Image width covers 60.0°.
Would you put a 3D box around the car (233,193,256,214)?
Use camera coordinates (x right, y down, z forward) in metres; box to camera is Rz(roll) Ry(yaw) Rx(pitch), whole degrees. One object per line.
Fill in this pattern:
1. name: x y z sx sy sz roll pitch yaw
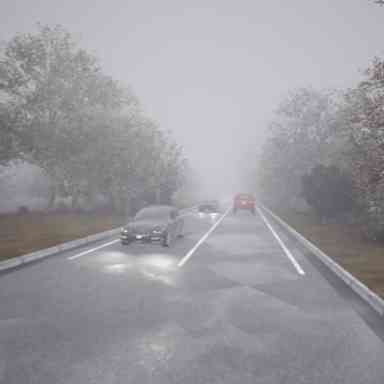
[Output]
1. car: 5.478 1.159 34.899 2.150 2.045 5.566 2 1 10

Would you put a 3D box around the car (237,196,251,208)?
1. car: 7.606 1.389 48.321 1.882 1.535 5.008 2 0 10

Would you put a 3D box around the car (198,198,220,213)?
1. car: 1.903 1.390 35.315 2.033 1.411 5.357 2 0 10

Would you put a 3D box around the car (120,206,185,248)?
1. car: -1.513 1.384 14.327 1.837 1.490 4.892 2 0 9
